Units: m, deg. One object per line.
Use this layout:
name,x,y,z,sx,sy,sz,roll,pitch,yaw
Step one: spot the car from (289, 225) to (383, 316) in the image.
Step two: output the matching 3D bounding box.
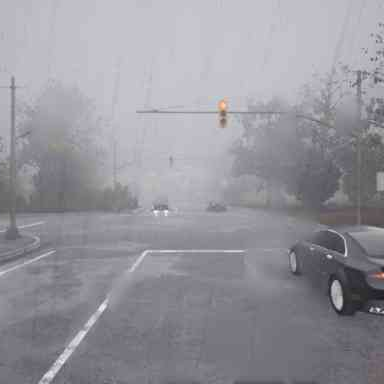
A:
car,3.602,1.504,7.477,1.837,1.490,4.892,0,0,1

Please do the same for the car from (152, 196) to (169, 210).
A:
car,-3.950,1.624,43.602,2.033,1.411,5.357,0,-1,-3

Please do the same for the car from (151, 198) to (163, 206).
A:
car,-7.434,2.083,70.055,1.837,1.490,4.892,0,-1,-13

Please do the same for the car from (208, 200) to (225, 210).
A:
car,3.219,1.682,44.499,1.895,1.301,4.718,0,-1,-3
